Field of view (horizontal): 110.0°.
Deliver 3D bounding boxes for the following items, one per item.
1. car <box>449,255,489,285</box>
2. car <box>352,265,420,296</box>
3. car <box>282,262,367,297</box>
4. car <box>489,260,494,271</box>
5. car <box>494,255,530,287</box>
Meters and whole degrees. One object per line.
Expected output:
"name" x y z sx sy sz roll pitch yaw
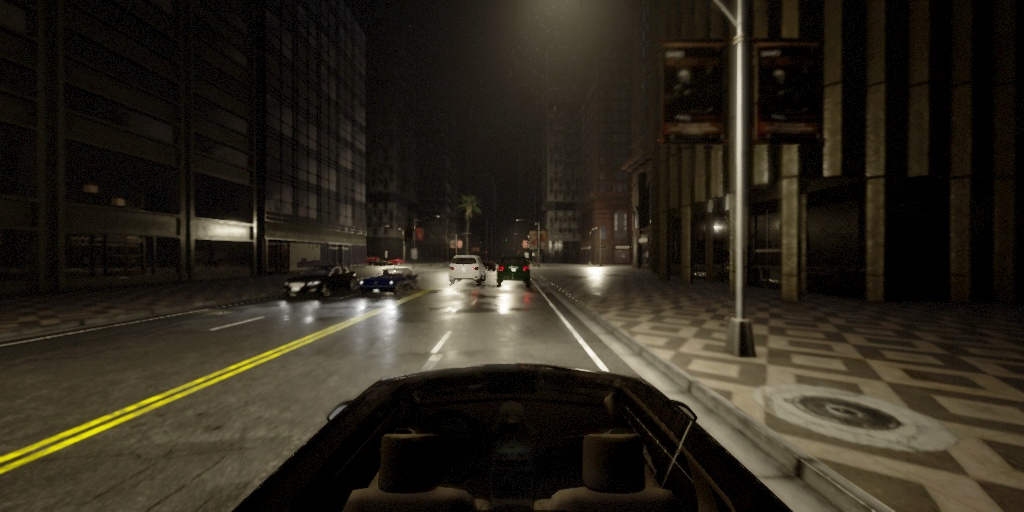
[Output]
"car" -3.150 0.969 26.019 2.150 2.045 5.566 0 0 0
"car" -6.523 1.349 19.443 1.895 1.301 4.718 0 0 0
"car" -9.782 1.240 18.715 2.128 1.511 4.902 0 0 1
"car" -3.149 1.279 47.835 1.812 1.442 4.674 0 0 0
"car" 0.100 0.967 24.777 2.150 2.045 5.566 0 0 0
